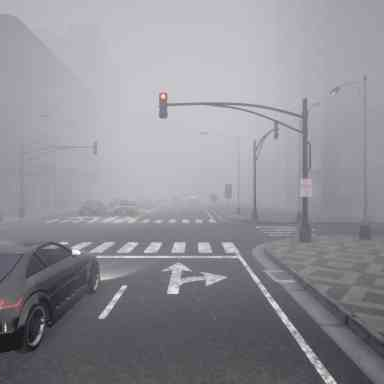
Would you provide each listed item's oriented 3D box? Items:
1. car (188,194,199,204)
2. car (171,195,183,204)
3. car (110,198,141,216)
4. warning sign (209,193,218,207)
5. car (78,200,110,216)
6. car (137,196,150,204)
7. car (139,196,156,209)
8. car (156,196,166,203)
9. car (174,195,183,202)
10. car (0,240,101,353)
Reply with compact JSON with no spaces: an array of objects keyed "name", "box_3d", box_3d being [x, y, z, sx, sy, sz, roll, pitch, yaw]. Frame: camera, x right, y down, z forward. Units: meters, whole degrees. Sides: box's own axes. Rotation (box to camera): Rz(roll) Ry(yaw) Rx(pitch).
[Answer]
[{"name":"car","box_3d":[0.274,1.566,63.578,1.895,1.301,4.718,0,0,0]},{"name":"car","box_3d":[-2.972,1.442,64.138,1.882,1.535,5.008,0,0,0]},{"name":"car","box_3d":[-6.509,1.594,33.172,1.895,1.301,4.718,0,0,-3]},{"name":"warning sign","box_3d":[2.975,1.097,46.286,1.300,1.860,1.060,0,0,0]},{"name":"car","box_3d":[-9.762,1.520,32.978,1.812,1.442,4.674,0,0,-2]},{"name":"car","box_3d":[-9.589,1.527,66.228,1.994,1.385,4.181,0,0,1]},{"name":"car","box_3d":[-6.474,1.583,45.531,1.895,1.301,4.718,0,0,0]},{"name":"car","box_3d":[-6.315,1.508,67.703,2.033,1.411,5.357,0,0,0]},{"name":"car","box_3d":[-3.042,1.457,74.192,1.837,1.490,4.892,0,0,0]},{"name":"car","box_3d":[-3.133,1.564,6.139,1.994,1.385,4.181,0,0,0]}]
